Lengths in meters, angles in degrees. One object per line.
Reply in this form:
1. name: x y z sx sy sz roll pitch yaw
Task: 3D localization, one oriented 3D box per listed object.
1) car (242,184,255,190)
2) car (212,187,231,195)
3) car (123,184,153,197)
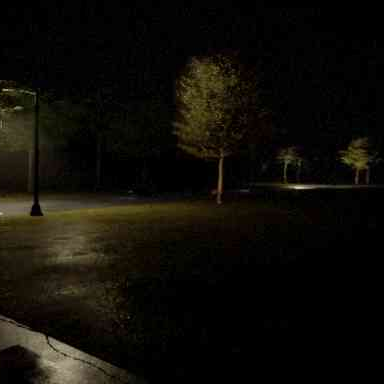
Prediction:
1. car: 14.971 -1.290 87.996 2.128 1.511 4.902 4 4 35
2. car: 5.655 -0.165 63.482 1.882 1.535 5.008 4 4 32
3. car: -8.800 -0.236 54.812 2.150 2.045 5.566 4 5 35
